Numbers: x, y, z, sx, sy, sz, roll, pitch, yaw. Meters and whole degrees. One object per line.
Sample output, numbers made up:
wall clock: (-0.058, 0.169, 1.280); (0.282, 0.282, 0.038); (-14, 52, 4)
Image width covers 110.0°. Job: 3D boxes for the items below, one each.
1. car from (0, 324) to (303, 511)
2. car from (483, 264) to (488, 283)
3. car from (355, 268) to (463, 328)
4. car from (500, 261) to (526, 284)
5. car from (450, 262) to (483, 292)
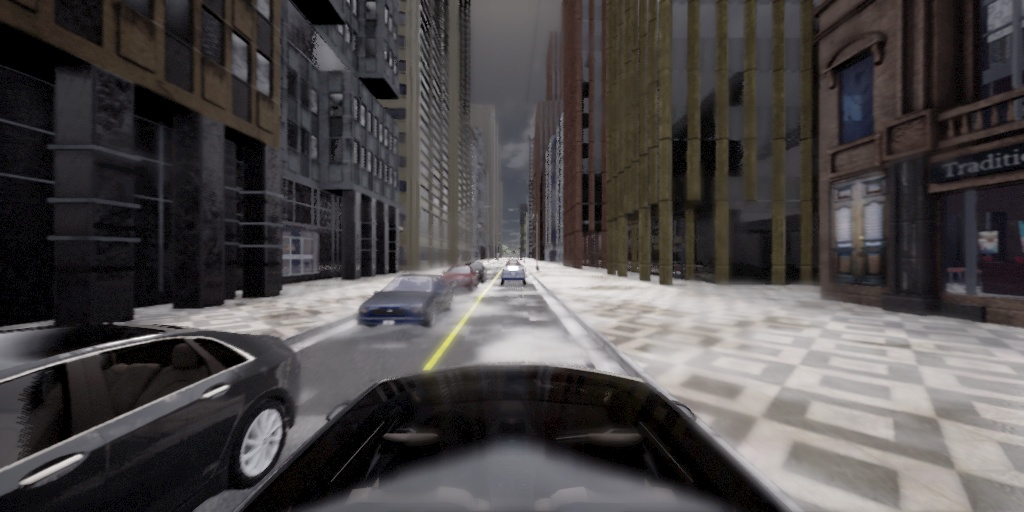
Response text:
car: (-3.101, 1.253, 1.792); (1.837, 1.490, 4.892); (0, 0, 0)
car: (-2.964, 1.244, 28.078); (1.837, 1.490, 4.892); (0, 0, 0)
car: (-3.081, 1.293, 11.657); (2.033, 1.411, 5.357); (0, 0, 0)
car: (0.107, 1.289, 26.837); (2.033, 1.411, 5.357); (0, 0, 0)
car: (-3.039, 1.267, 21.303); (1.812, 1.442, 4.674); (0, 0, 1)
